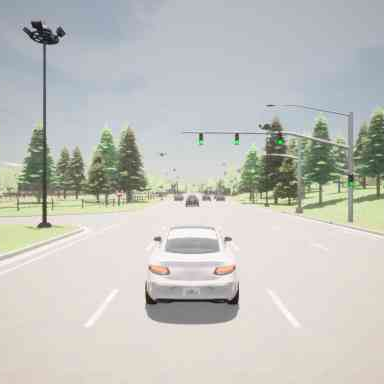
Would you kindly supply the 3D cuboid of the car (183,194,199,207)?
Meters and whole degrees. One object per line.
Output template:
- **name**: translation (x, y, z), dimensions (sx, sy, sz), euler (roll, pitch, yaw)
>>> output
- **car**: translation (0.062, 1.352, 51.848), dimensions (2.097, 1.767, 4.553), euler (0, 0, 0)

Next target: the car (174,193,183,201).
- **car**: translation (-3.400, 1.544, 82.879), dimensions (1.994, 1.385, 4.181), euler (0, 0, 0)

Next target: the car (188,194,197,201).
- **car**: translation (0.100, 1.348, 82.878), dimensions (2.097, 1.767, 4.553), euler (0, 0, 0)

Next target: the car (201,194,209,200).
- **car**: translation (3.612, 1.372, 92.907), dimensions (2.033, 1.411, 5.357), euler (0, 0, 0)

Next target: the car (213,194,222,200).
- **car**: translation (7.112, 1.385, 92.903), dimensions (1.994, 1.385, 4.181), euler (0, 0, 0)

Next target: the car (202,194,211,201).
- **car**: translation (3.600, 1.348, 82.874), dimensions (2.097, 1.767, 4.553), euler (0, 0, 0)

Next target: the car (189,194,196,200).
- **car**: translation (0.112, 1.332, 92.911), dimensions (1.837, 1.490, 4.892), euler (0, 0, 0)

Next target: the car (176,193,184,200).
- **car**: translation (-3.388, 1.188, 92.885), dimensions (2.097, 1.767, 4.553), euler (0, 0, 0)

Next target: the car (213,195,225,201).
- **car**: translation (7.099, 1.517, 82.483), dimensions (2.128, 1.511, 4.902), euler (0, 0, 0)

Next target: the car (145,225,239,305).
- **car**: translation (0.016, 1.526, 7.975), dimensions (1.812, 1.442, 4.674), euler (0, 0, 0)
